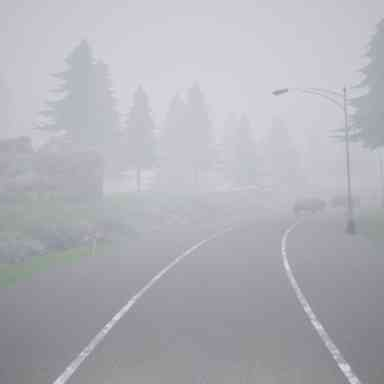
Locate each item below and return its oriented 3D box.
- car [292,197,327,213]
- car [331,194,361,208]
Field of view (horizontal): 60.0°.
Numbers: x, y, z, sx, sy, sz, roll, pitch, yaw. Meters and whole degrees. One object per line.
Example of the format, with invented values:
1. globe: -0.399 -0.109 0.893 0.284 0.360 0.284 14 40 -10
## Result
1. car: 11.331 1.239 32.022 2.033 1.411 5.357 -4 -2 37
2. car: 18.514 1.039 39.897 4.902 1.511 2.128 -1 -4 -41
